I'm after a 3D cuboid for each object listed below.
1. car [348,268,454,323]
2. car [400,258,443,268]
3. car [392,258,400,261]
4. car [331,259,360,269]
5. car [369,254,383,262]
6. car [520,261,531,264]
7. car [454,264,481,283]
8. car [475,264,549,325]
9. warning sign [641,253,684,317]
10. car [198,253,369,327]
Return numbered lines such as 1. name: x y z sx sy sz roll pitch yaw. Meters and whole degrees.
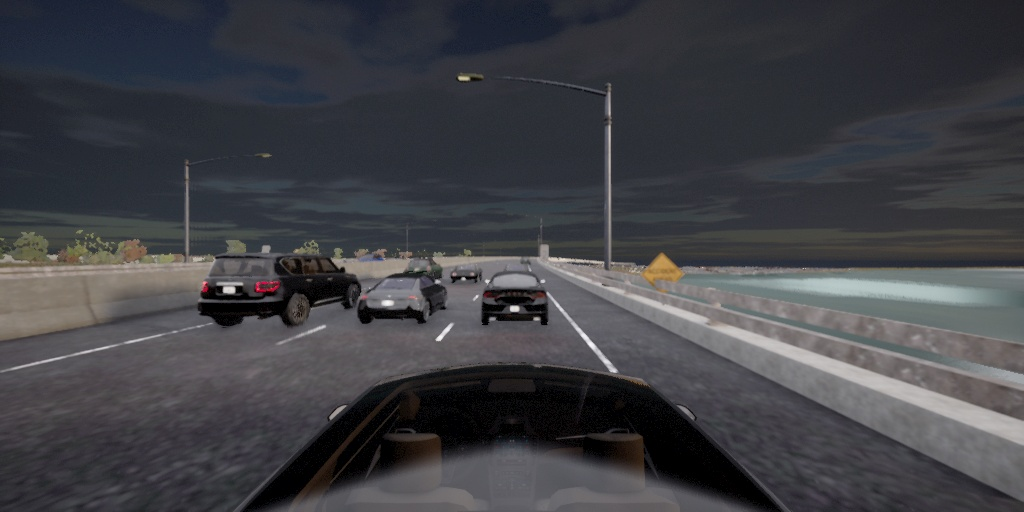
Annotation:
1. car: -3.393 1.268 11.871 1.994 1.385 4.181 0 0 1
2. car: -6.707 0.998 27.754 2.097 1.767 4.553 0 0 1
3. car: -16.747 1.070 53.142 1.837 1.490 4.892 0 0 2
4. car: -23.803 1.173 51.481 1.895 1.301 4.718 0 0 2
5. car: -20.316 0.794 51.223 2.150 2.045 5.566 0 0 2
6. car: 0.271 1.252 26.595 1.895 1.301 4.718 0 0 2
7. car: -3.232 1.252 26.527 1.895 1.301 4.718 0 0 1
8. car: 0.102 1.185 11.688 1.882 1.535 5.008 0 0 1
9. warning sign: 4.581 0.827 10.904 1.300 1.860 1.060 0 0 0
10. car: -6.899 0.927 11.477 2.150 2.045 5.566 0 0 1
